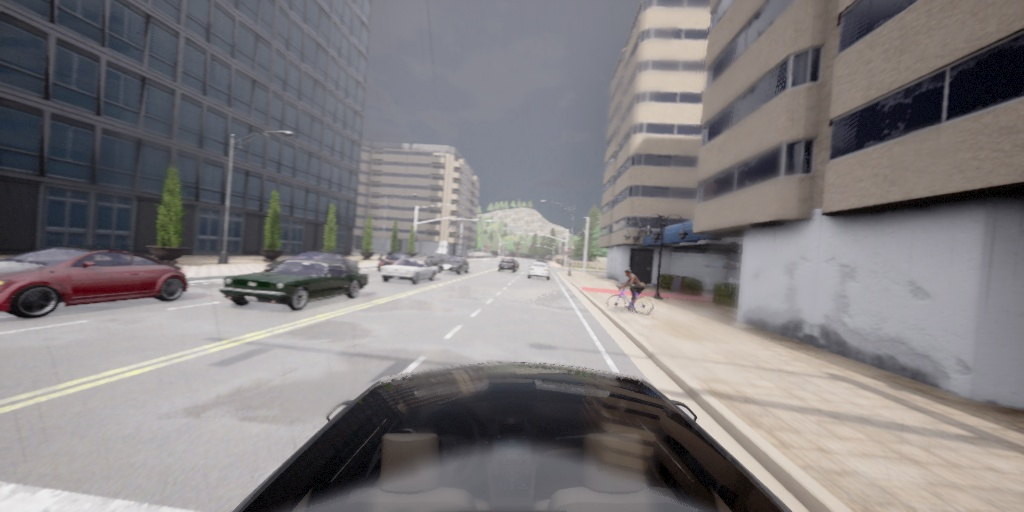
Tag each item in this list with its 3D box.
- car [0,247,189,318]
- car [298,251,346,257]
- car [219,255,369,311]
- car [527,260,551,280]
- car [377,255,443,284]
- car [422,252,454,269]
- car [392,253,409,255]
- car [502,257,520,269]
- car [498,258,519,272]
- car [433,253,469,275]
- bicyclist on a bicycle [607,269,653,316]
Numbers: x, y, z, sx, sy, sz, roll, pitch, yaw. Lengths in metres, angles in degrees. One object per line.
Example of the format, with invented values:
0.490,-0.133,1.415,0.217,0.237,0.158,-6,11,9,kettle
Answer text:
-10.257,0.484,8.455,1.994,1.385,4.181,4,0,5,car
-9.487,0.476,17.659,2.033,1.411,5.357,4,0,5,car
-6.509,0.793,11.413,1.895,1.301,4.718,4,0,5,car
2.448,1.291,32.380,1.812,1.442,4.674,4,0,5,car
-5.746,0.801,20.551,1.895,1.301,4.718,4,0,5,car
-7.741,0.454,37.941,1.837,1.490,4.892,4,0,5,car
-8.641,0.502,27.581,1.994,1.385,4.181,4,0,6,car
-0.160,1.009,51.385,1.994,1.385,4.181,5,1,-6,car
-0.419,0.992,40.377,2.128,1.511,4.902,4,0,5,car
-4.896,0.702,30.475,2.128,1.511,4.902,4,0,5,car
4.272,1.314,12.916,1.656,1.620,0.582,4,0,5,bicyclist on a bicycle
